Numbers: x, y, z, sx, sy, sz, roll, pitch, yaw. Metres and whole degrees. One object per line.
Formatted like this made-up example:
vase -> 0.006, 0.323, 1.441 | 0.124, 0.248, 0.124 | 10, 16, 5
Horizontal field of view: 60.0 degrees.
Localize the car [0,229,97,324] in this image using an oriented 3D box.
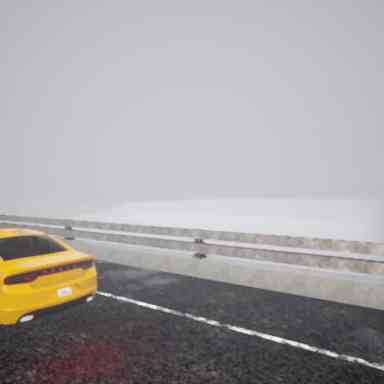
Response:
car -> -4.122, 1.513, 6.963 | 5.008, 1.535, 1.882 | 0, 0, 36
